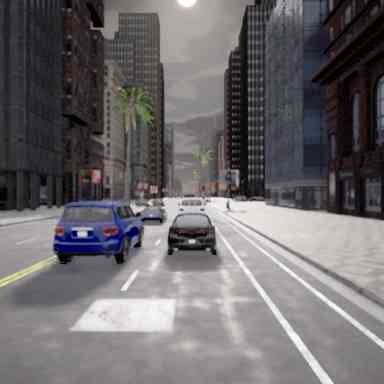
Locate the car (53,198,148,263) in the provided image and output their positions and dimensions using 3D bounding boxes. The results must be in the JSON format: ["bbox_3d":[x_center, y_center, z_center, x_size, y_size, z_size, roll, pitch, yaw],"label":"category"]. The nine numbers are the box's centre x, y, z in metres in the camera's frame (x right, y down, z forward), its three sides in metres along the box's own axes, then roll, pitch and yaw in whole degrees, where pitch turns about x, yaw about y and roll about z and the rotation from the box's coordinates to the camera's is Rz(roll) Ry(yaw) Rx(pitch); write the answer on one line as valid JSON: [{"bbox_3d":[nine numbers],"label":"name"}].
[{"bbox_3d":[-3.246,1.350,12.557,2.150,2.045,5.566,0,0,0],"label":"car"}]

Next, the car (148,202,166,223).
[{"bbox_3d":[-3.239,1.847,28.482,1.994,1.385,4.181,0,0,1],"label":"car"}]

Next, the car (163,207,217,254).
[{"bbox_3d":[0.022,1.619,14.252,1.882,1.535,5.008,0,0,0],"label":"car"}]

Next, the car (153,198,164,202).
[{"bbox_3d":[-6.541,1.997,64.626,2.097,1.767,4.553,0,-1,1],"label":"car"}]

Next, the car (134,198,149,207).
[{"bbox_3d":[-9.787,1.998,64.608,2.097,1.767,4.553,0,-1,1],"label":"car"}]

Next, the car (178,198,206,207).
[{"bbox_3d":[0.001,1.498,27.571,2.150,2.045,5.566,0,0,0],"label":"car"}]
